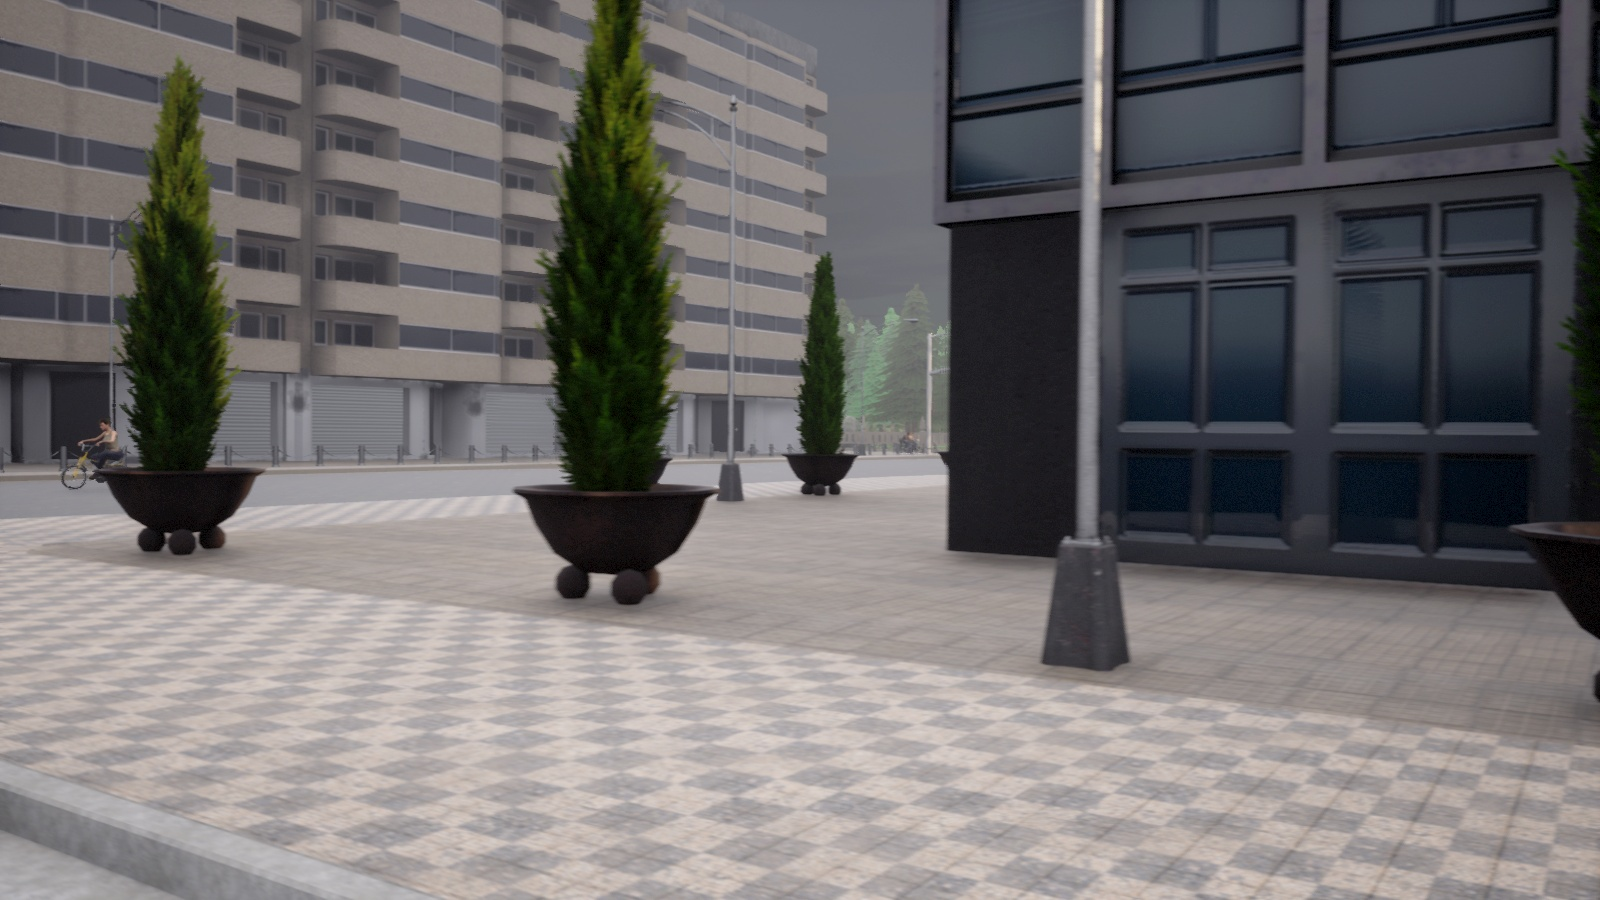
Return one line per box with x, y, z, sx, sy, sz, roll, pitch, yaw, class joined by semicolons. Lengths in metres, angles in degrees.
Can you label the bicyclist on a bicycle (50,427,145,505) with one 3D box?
-15.393;0.367;27.532;0.866;1.612;1.509;0;-3;34;bicyclist on a bicycle
